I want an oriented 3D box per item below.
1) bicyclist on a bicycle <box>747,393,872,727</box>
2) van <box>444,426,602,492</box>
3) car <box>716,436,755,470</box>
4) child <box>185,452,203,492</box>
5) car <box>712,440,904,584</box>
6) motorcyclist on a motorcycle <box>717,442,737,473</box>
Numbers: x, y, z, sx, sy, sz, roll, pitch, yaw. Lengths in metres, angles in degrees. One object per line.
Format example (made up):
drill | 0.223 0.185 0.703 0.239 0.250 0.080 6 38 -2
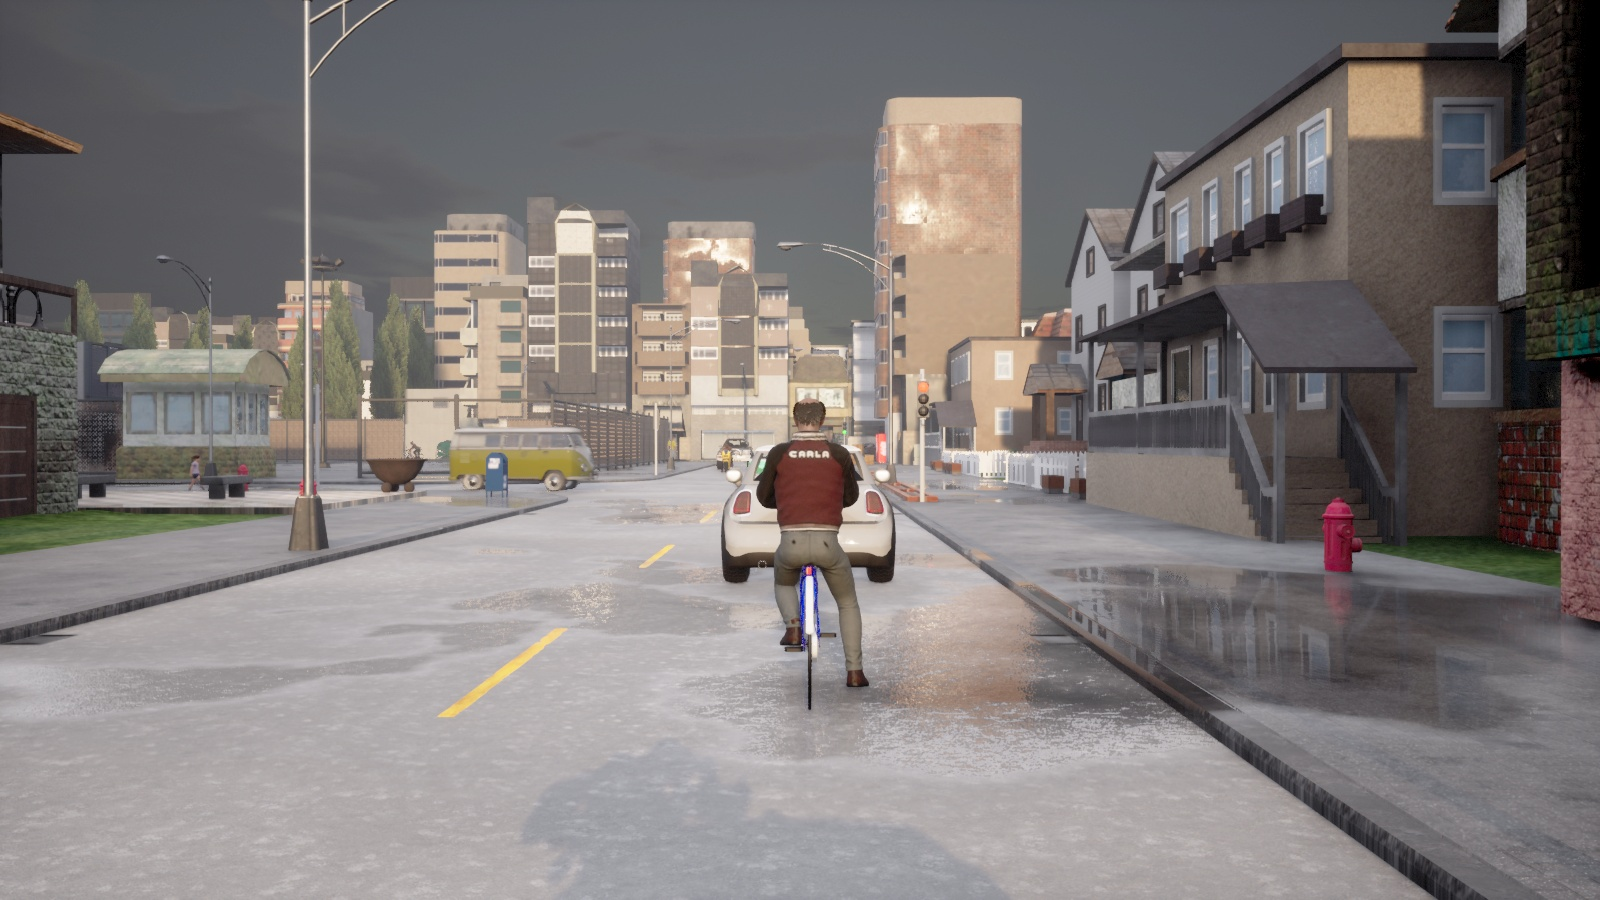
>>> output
bicyclist on a bicycle | 0.056 0.574 7.591 0.659 1.776 1.843 0 1 0
van | -8.562 0.272 39.021 4.442 1.987 1.775 0 0 5
car | -3.610 0.161 70.722 1.932 1.855 4.605 0 0 1
child | -16.896 0.607 35.018 0.394 1.110 0.255 0 0 -15
car | 0.093 0.628 14.787 1.970 1.475 3.806 0 0 0
motorcyclist on a motorcycle | -3.636 0.372 62.667 0.797 1.523 2.044 0 0 2
